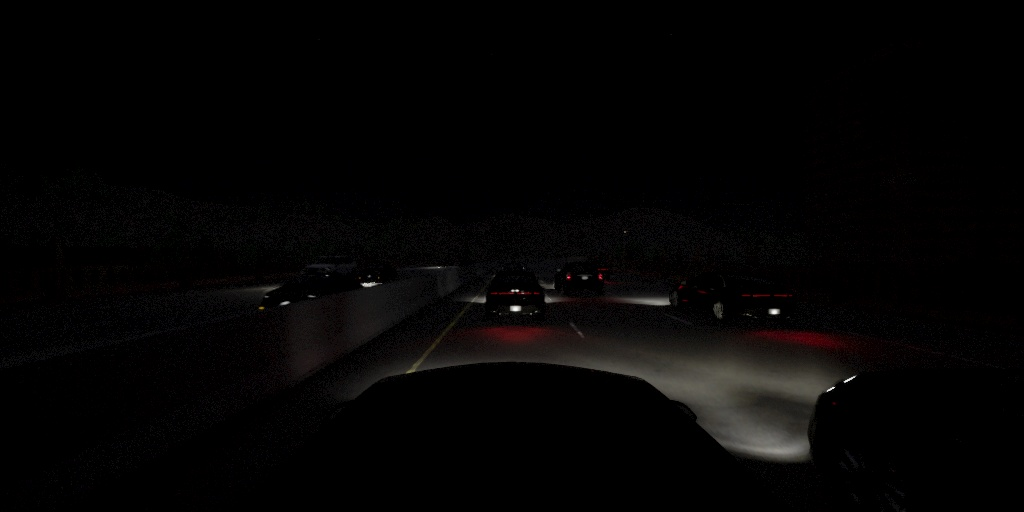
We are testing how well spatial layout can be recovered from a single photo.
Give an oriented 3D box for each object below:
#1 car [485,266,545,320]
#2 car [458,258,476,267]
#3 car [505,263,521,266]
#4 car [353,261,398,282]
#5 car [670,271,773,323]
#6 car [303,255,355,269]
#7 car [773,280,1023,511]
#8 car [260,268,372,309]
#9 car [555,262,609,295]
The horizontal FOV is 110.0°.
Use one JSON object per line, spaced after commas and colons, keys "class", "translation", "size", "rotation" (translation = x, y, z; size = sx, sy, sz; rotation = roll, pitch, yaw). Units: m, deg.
{"class": "car", "translation": [0.103, 1.255, 12.684], "size": [1.837, 1.490, 4.892], "rotation": [0, 0, 0]}
{"class": "car", "translation": [-6.886, 1.313, 57.249], "size": [1.994, 1.385, 4.181], "rotation": [0, 0, 2]}
{"class": "car", "translation": [0.109, 1.297, 30.869], "size": [2.033, 1.411, 5.357], "rotation": [0, 0, 0]}
{"class": "car", "translation": [-10.588, 1.313, 28.589], "size": [1.994, 1.385, 4.181], "rotation": [0, 0, 0]}
{"class": "car", "translation": [7.103, 1.255, 12.126], "size": [1.837, 1.490, 4.892], "rotation": [0, 0, 0]}
{"class": "car", "translation": [-14.091, 0.970, 28.085], "size": [2.150, 2.045, 5.566], "rotation": [0, 0, 0]}
{"class": "car", "translation": [3.600, 1.102, 1.191], "size": [2.097, 1.767, 4.553], "rotation": [0, 0, 0]}
{"class": "car", "translation": [-7.096, 1.313, 13.199], "size": [1.994, 1.385, 4.181], "rotation": [0, 0, 0]}
{"class": "car", "translation": [3.605, 1.102, 19.836], "size": [2.097, 1.767, 4.553], "rotation": [0, 0, 0]}
